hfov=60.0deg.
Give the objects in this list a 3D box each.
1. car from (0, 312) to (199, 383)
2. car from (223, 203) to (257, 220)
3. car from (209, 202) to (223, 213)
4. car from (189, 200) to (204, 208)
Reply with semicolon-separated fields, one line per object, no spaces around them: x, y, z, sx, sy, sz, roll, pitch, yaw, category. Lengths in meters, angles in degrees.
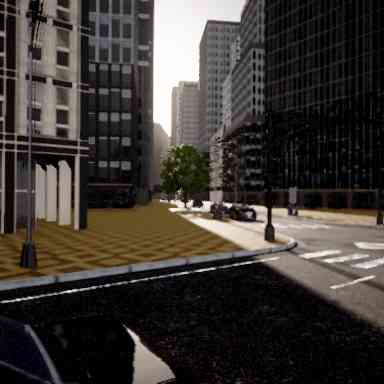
-2.332;1.592;1.900;4.718;1.301;1.895;1;0;-35;car
4.897;1.886;32.520;2.128;1.511;4.902;0;-1;-7;car
3.531;2.072;43.338;2.033;1.411;5.357;0;-1;-7;car
1.091;2.279;63.187;1.837;1.490;4.892;0;-1;-7;car
